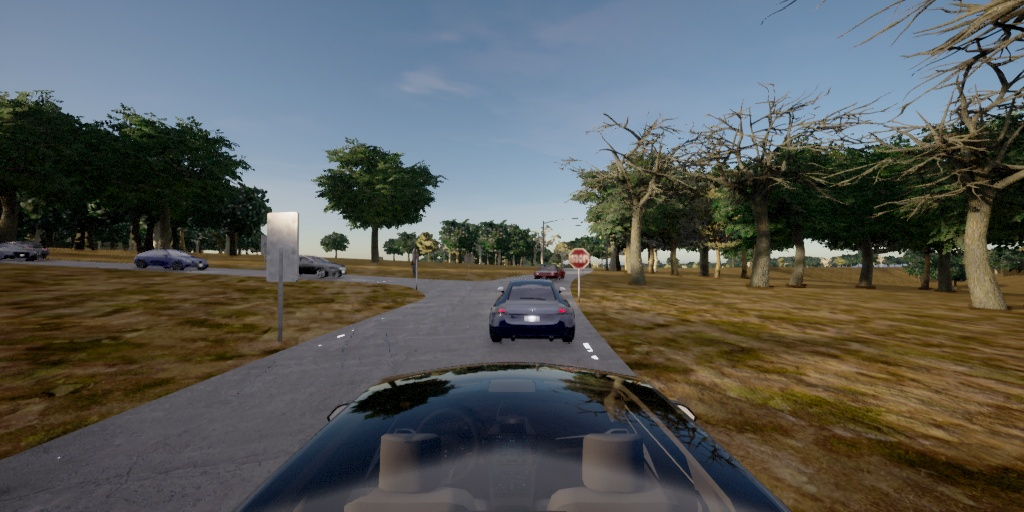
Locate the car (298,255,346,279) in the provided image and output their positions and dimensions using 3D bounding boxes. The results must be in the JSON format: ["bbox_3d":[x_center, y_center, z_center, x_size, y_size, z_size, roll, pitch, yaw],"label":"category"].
[{"bbox_3d":[-13.720,0.691,24.285,4.902,1.511,2.128,3,-1,6],"label":"car"}]

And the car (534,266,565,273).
[{"bbox_3d":[3.384,1.507,31.382,1.895,1.301,4.718,0,-1,18],"label":"car"}]

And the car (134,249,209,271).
[{"bbox_3d":[-24.231,0.269,25.513,4.674,1.442,1.812,3,-1,6],"label":"car"}]

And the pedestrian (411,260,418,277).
[{"bbox_3d":[-8.152,0.850,30.015,0.375,1.860,0.375,0,-4,7],"label":"pedestrian"}]

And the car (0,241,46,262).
[{"bbox_3d":[-38.827,-0.319,27.255,4.181,1.385,1.994,2,-1,7],"label":"car"}]

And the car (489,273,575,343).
[{"bbox_3d":[0.529,1.319,9.723,1.994,1.385,4.181,0,0,3],"label":"car"}]

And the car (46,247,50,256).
[{"bbox_3d":[-42.842,-0.509,30.922,4.902,1.511,2.128,2,-1,7],"label":"car"}]
